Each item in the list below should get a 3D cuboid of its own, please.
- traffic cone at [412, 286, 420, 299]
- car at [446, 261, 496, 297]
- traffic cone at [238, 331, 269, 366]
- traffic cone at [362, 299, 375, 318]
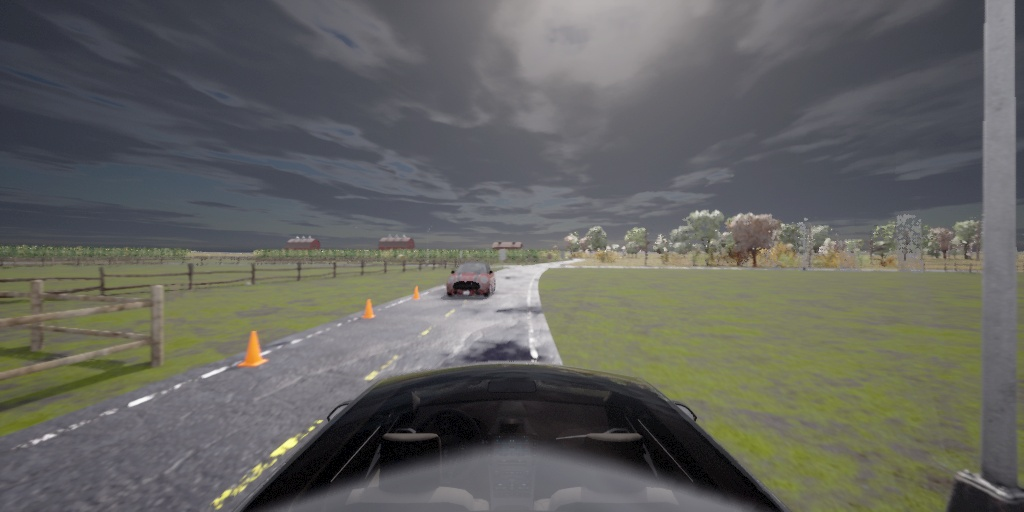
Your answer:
[{"bbox_3d":[-4.455,1.692,16.723,0.340,0.580,0.340,0,0,3],"label":"traffic cone"},{"bbox_3d":[-2.005,1.094,18.657,2.097,1.767,4.553,0,0,2],"label":"car"},{"bbox_3d":[-4.790,1.694,6.651,0.340,0.580,0.340,0,0,1],"label":"traffic cone"},{"bbox_3d":[-4.662,1.693,11.688,0.340,0.580,0.340,0,0,2],"label":"traffic cone"}]
